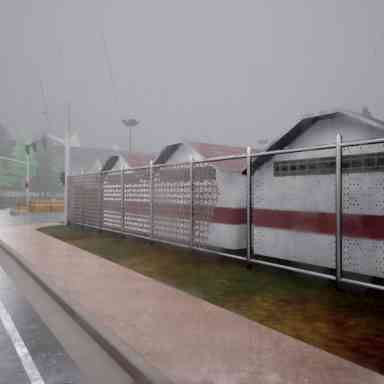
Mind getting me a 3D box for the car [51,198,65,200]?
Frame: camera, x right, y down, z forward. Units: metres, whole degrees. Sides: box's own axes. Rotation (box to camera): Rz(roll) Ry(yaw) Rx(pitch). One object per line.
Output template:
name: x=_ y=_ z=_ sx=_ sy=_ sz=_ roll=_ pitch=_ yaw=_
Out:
car: x=-17.132 y=1.505 z=42.327 sx=4.892 sy=1.490 sz=1.837 roll=0 pitch=0 yaw=-38
